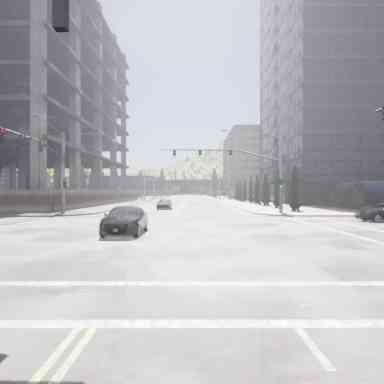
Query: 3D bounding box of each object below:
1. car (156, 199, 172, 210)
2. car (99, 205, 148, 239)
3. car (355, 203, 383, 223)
[{"bbox_3d":[-3.489,1.546,42.436,2.033,1.411,5.357,0,0,0],"label":"car"},{"bbox_3d":[-3.496,1.477,17.678,1.882,1.535,5.008,0,0,0],"label":"car"},{"bbox_3d":[14.896,1.504,25.009,4.892,1.490,1.837,0,0,-1],"label":"car"}]
